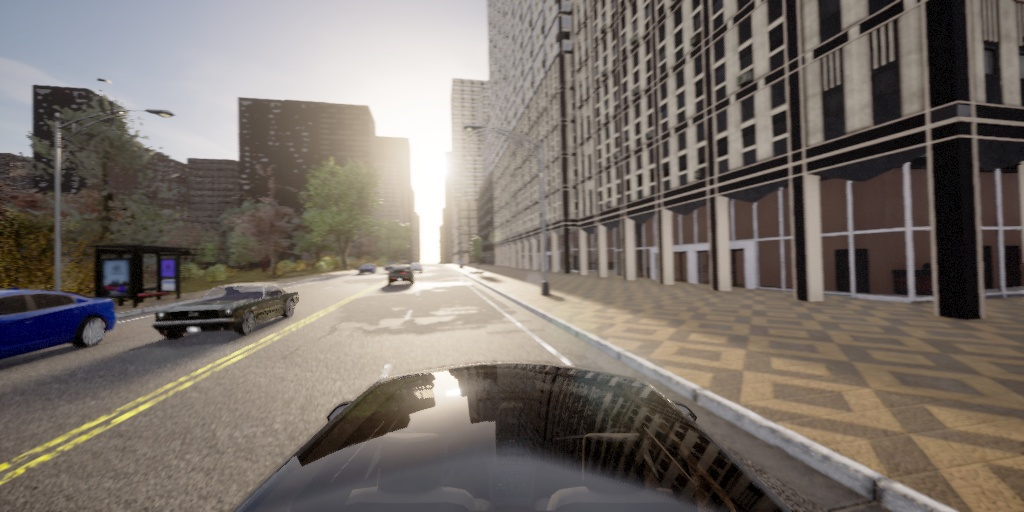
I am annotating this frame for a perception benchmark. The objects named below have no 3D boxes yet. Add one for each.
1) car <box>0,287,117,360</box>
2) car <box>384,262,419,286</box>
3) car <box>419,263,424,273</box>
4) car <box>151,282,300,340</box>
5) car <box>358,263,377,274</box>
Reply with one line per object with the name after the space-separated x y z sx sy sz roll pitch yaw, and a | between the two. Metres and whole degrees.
-10.839 1.457 7.156 1.882 1.535 5.008 -1 0 -12 | car
-8.613 1.451 28.179 1.837 1.490 4.892 -1 0 -12 | car
-13.851 1.660 51.952 1.812 1.442 4.674 -1 0 -12 | car
-8.367 1.527 11.049 1.895 1.301 4.718 -1 0 -12 | car
-20.324 1.787 50.667 1.882 1.535 5.008 -1 0 -12 | car
